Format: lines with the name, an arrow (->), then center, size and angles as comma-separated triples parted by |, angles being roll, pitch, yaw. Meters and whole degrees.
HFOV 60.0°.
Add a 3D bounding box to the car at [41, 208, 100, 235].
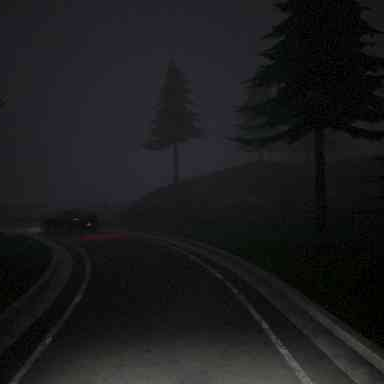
car -> -7.726, 1.766, 20.941 | 5.008, 1.535, 1.882 | -2, -1, 44
